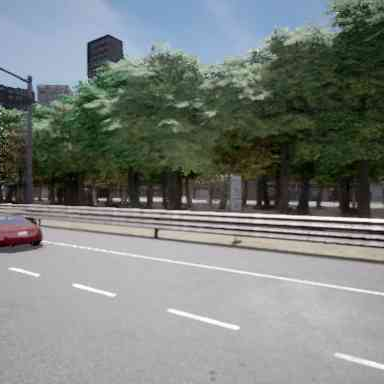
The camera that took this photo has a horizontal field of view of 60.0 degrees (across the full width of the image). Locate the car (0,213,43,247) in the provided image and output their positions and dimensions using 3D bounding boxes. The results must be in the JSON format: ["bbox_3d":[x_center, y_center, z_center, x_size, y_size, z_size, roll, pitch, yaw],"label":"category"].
[{"bbox_3d":[-8.162,1.572,13.994,4.181,1.385,1.994,0,0,36],"label":"car"}]
